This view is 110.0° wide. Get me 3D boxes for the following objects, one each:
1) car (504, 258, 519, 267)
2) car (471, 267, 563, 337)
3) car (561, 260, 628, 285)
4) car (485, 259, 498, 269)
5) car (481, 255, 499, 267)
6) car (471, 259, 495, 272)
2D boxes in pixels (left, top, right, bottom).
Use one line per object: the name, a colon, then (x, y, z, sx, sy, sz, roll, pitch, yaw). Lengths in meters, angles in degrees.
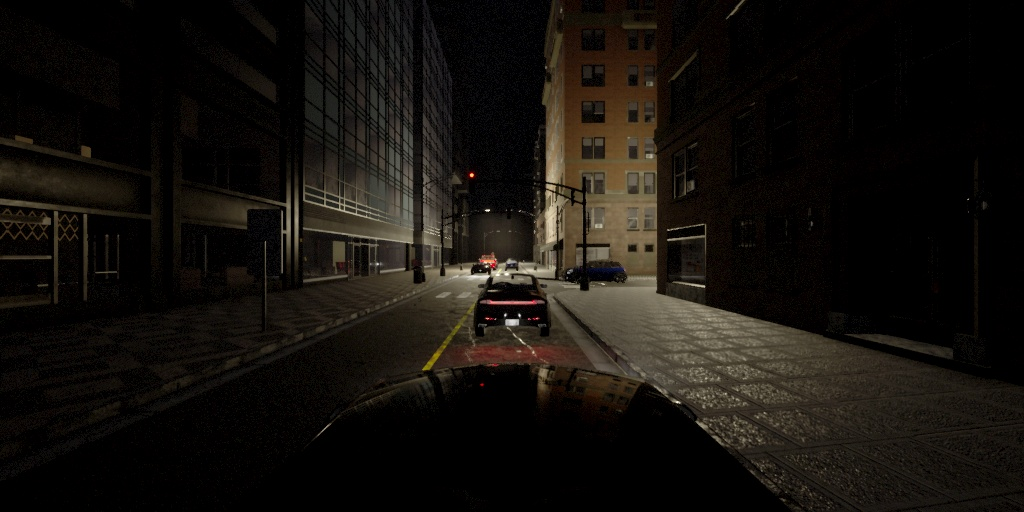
car: (-0.050, 1.264, 49.823, 2.033, 1.411, 5.357, 0, 0, 0)
car: (0.016, 1.240, 10.286, 2.128, 1.511, 4.902, 0, 0, 0)
car: (5.804, 1.072, 25.680, 4.553, 1.767, 2.097, 0, 0, -5)
car: (-3.269, 1.236, 58.278, 1.812, 1.442, 4.674, 0, 0, 0)
car: (-3.235, 0.941, 48.366, 2.150, 2.045, 5.566, 0, 0, 0)
car: (-3.211, 1.291, 38.158, 1.994, 1.385, 4.181, 0, 0, 0)
